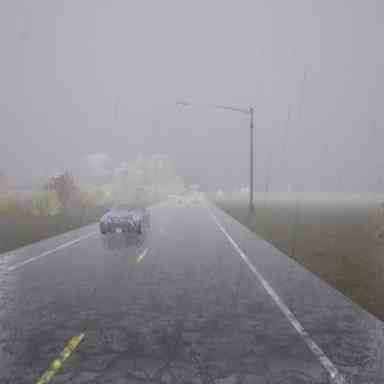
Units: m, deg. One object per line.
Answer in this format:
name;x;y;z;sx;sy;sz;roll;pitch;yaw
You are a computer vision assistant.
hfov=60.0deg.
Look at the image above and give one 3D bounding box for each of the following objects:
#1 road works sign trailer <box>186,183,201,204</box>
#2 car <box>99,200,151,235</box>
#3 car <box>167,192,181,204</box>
road works sign trailer;0.373;0.253;57.778;2.380;3.560;2.880;0;0;0
car;-3.555;1.282;18.354;2.097;1.767;4.553;0;0;0
car;-3.150;1.003;59.533;2.150;2.045;5.566;0;0;1
